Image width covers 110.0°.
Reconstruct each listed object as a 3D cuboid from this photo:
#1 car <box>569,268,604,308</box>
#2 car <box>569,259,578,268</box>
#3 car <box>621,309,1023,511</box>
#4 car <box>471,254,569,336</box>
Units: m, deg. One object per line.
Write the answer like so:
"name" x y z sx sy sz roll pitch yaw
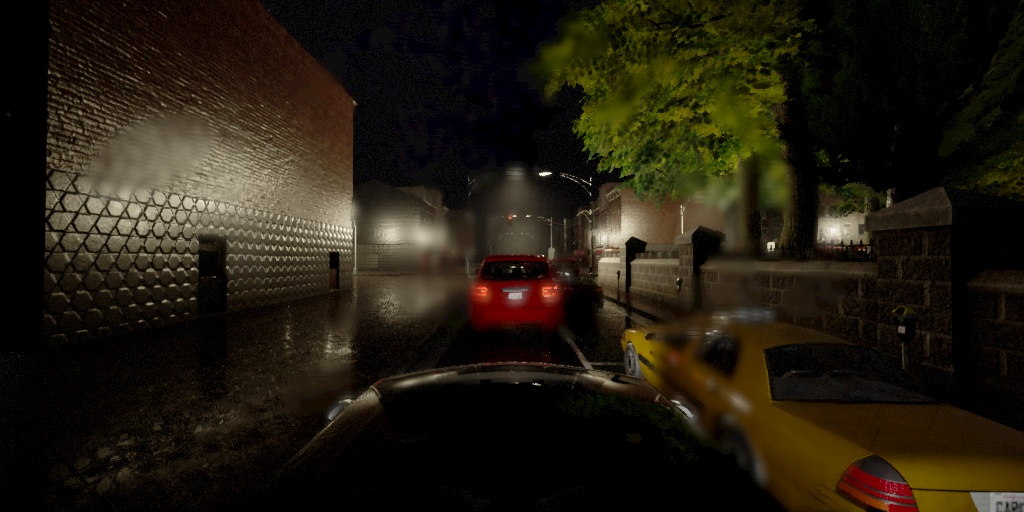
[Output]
"car" 2.632 1.338 14.917 1.802 1.307 4.207 0 0 0
"car" 2.630 1.076 20.366 2.192 1.841 5.009 0 0 0
"car" 2.637 1.276 4.189 1.751 1.417 4.829 0 0 0
"car" 0.096 0.974 10.504 2.150 2.045 5.566 0 0 0
